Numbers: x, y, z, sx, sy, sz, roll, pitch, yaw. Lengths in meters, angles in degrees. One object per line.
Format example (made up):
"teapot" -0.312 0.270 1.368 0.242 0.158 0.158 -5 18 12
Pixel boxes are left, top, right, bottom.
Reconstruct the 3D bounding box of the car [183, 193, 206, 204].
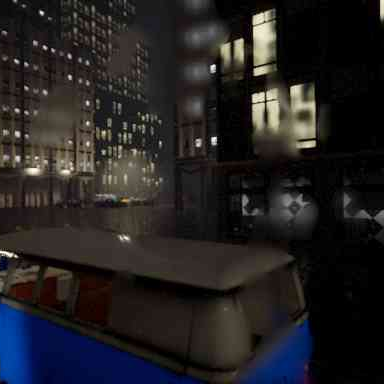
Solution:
"car" 0.103 1.058 54.533 2.192 1.841 5.009 -1 0 36

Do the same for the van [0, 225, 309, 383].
"van" -0.846 1.354 3.493 3.998 1.788 1.690 0 -1 35

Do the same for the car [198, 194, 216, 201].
"car" 3.317 1.204 73.109 1.967 1.590 4.097 -1 0 36

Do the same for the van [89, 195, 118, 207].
"van" -13.339 1.326 50.351 1.690 1.788 3.998 -1 0 36

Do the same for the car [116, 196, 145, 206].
"car" -10.107 1.468 54.765 1.752 1.417 4.829 -1 0 36

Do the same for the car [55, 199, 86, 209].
"car" -16.668 1.594 45.800 1.947 1.339 4.313 -1 0 36

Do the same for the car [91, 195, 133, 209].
"car" -9.882 1.418 40.884 1.887 1.381 4.507 -1 0 36

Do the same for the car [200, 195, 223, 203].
"car" 3.436 1.250 59.083 2.008 1.369 4.403 -1 0 36

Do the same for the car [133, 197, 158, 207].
"car" -6.553 1.381 45.434 2.008 1.369 4.403 -1 0 36
